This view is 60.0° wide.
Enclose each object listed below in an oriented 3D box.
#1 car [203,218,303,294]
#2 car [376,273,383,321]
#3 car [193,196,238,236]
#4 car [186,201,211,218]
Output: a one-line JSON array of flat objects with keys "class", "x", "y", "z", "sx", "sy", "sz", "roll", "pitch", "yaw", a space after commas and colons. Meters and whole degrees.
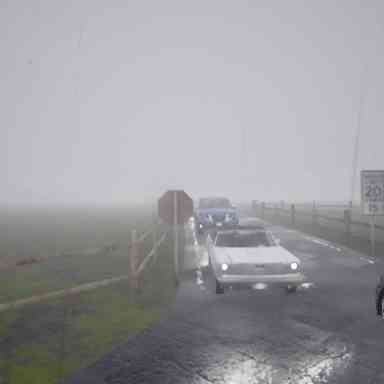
[{"class": "car", "x": 1.407, "y": 1.637, "z": 9.035, "sx": 1.895, "sy": 1.301, "sz": 4.718, "roll": -1, "pitch": 0, "yaw": 0}, {"class": "car", "x": 3.856, "y": 1.474, "z": 3.563, "sx": 2.128, "sy": 1.511, "sz": 4.902, "roll": -1, "pitch": 0, "yaw": 3}, {"class": "car", "x": 1.284, "y": 1.302, "z": 19.566, "sx": 2.150, "sy": 2.045, "sz": 5.566, "roll": -1, "pitch": 0, "yaw": -2}, {"class": "car", "x": 0.529, "y": 1.697, "z": 33.708, "sx": 2.033, "sy": 1.411, "sz": 5.357, "roll": -1, "pitch": 0, "yaw": -5}]
